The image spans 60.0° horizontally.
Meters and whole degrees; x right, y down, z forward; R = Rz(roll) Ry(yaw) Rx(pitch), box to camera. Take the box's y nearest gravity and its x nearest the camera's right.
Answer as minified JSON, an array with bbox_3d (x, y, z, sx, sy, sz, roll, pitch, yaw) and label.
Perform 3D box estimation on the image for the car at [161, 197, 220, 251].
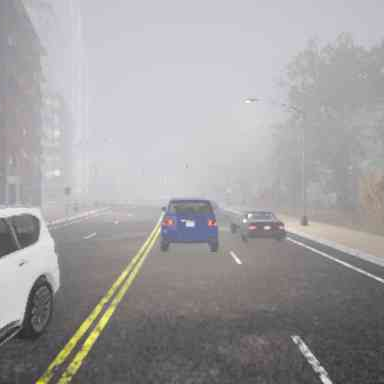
[{"bbox_3d":[-0.142,1.212,14.158,2.150,2.045,5.566,0,0,-2],"label":"car"}]

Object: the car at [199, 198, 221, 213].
[{"bbox_3d":[1.901,1.484,36.762,1.812,1.442,4.674,0,0,-4],"label":"car"}]

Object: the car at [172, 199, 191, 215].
[{"bbox_3d":[-1.165,1.493,34.084,1.812,1.442,4.674,0,0,-4],"label":"car"}]

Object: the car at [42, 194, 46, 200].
[{"bbox_3d":[-27.483,1.042,57.353,4.097,1.590,1.967,1,-1,-13],"label":"car"}]

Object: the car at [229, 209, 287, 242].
[{"bbox_3d":[3.044,1.531,16.332,2.033,1.411,5.357,0,0,-2],"label":"car"}]

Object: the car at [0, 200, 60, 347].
[{"bbox_3d":[-3.360,1.224,3.590,2.150,2.045,5.566,0,0,0],"label":"car"}]
